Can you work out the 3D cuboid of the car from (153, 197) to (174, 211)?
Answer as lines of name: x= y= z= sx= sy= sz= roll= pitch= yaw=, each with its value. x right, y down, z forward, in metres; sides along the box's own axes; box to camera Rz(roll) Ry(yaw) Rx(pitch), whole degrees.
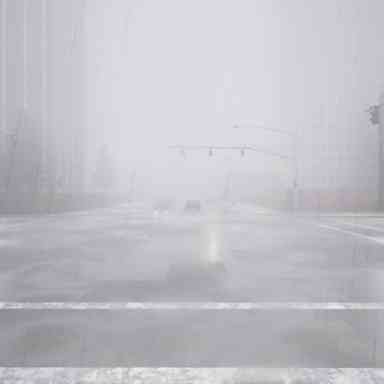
car: x=-3.577 y=1.564 z=40.754 sx=1.994 sy=1.385 sz=4.181 roll=0 pitch=0 yaw=0

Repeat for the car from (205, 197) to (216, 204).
car: x=3.535 y=1.601 z=64.979 sx=1.895 sy=1.301 sz=4.718 roll=0 pitch=0 yaw=0

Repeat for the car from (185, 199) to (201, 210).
car: x=0.124 y=1.600 z=42.867 sx=1.895 sy=1.301 sz=4.718 roll=0 pitch=0 yaw=0
